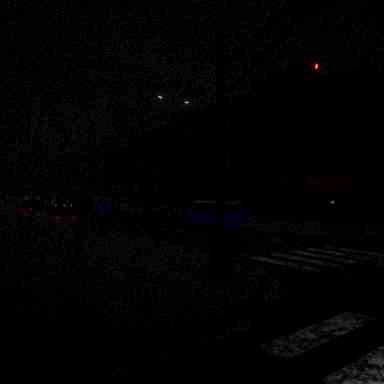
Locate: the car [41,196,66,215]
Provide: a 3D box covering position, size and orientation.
[{"bbox_3d":[-14.343,1.452,35.806,2.097,1.767,4.553,0,0,-36],"label":"car"}]

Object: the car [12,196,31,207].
[{"bbox_3d":[-27.088,1.771,53.403,1.895,1.301,4.718,0,0,-36],"label":"car"}]

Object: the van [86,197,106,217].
[{"bbox_3d":[-8.391,1.422,31.908,1.690,1.788,3.998,0,0,-36],"label":"van"}]

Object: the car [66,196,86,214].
[{"bbox_3d":[-11.602,1.413,36.340,2.192,1.841,5.009,0,0,-36],"label":"car"}]

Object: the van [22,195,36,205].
[{"bbox_3d":[-30.867,1.546,62.953,1.690,1.788,3.998,0,0,-36],"label":"van"}]

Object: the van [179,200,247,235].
[{"bbox_3d":[1.242,1.374,18.603,1.690,1.788,3.998,0,0,-36],"label":"van"}]

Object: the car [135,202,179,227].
[{"bbox_3d":[-1.969,1.488,23.038,1.967,1.590,4.097,0,0,-36],"label":"car"}]

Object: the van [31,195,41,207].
[{"bbox_3d":[-24.446,1.511,54.083,1.690,1.788,3.998,0,0,-36],"label":"van"}]

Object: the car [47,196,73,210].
[{"bbox_3d":[-18.024,1.449,45.213,2.192,1.841,5.009,0,0,-36],"label":"car"}]

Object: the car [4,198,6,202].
[{"bbox_3d":[-43.810,1.802,80.832,1.752,1.417,4.829,0,0,-36],"label":"car"}]

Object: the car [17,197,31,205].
[{"bbox_3d":[-34.177,1.749,67.526,1.752,1.417,4.829,0,0,-36],"label":"car"}]

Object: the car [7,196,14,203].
[{"bbox_3d":[-40.500,1.698,76.259,1.967,1.590,4.097,0,0,-36],"label":"car"}]

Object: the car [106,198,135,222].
[{"bbox_3d":[-5.180,1.504,27.473,1.967,1.590,4.097,0,0,-36],"label":"car"}]

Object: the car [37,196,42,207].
[{"bbox_3d":[-21.234,1.702,49.648,2.008,1.369,4.403,0,0,-36],"label":"car"}]
